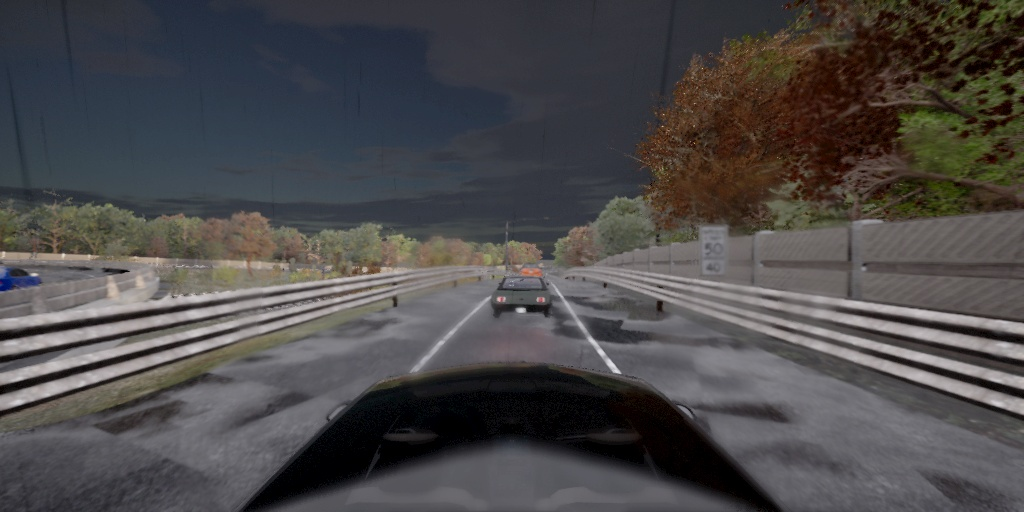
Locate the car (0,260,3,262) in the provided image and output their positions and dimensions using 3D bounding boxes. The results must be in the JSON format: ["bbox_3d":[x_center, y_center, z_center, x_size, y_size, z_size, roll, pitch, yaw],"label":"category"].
[{"bbox_3d":[-37.126,1.134,25.101,4.892,1.490,1.837,0,0,40],"label":"car"}]

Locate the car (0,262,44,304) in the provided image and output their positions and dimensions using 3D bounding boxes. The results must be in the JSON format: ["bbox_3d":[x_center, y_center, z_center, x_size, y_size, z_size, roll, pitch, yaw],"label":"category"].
[{"bbox_3d":[-21.647,1.157,14.923,1.882,1.535,5.008,0,0,-40],"label":"car"}]

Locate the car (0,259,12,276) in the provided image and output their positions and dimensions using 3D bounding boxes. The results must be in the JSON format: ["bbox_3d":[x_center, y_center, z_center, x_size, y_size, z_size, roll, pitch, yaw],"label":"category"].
[{"bbox_3d":[-49.517,1.082,33.995,4.902,1.511,2.128,0,0,32],"label":"car"}]

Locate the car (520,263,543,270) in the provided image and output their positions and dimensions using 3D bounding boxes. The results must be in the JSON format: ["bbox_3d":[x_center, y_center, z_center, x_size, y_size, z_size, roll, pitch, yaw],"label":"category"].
[{"bbox_3d":[1.797,1.495,33.764,2.097,1.767,4.553,0,-2,4],"label":"car"}]

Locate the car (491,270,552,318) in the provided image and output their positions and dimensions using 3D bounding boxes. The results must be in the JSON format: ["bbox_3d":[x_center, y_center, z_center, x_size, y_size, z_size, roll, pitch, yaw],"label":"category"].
[{"bbox_3d":[0.421,1.356,13.086,1.895,1.301,4.718,0,0,3],"label":"car"}]
